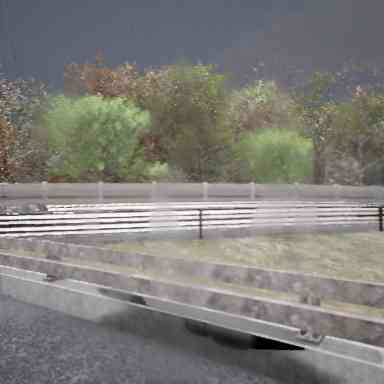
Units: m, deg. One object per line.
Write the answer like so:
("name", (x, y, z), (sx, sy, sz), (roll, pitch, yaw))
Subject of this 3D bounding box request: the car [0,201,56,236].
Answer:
("car", (-9.826, 1.388, 17.941), (4.553, 1.767, 2.097), (0, 0, -16))

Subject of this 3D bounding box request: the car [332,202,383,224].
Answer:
("car", (12.654, 1.478, 24.495), (4.902, 1.511, 2.128), (0, 0, -16))
